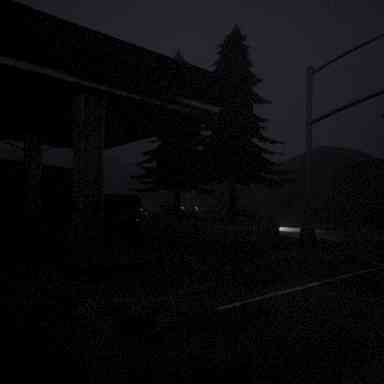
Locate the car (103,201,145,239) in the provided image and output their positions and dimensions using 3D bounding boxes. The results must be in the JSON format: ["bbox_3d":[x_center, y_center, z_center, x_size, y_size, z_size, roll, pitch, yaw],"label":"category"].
[{"bbox_3d":[-4.505,1.445,18.311,1.905,1.878,3.866,1,0,-36],"label":"car"}]

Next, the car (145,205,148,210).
[{"bbox_3d":[-7.460,1.661,41.345,2.033,1.411,5.357,1,0,-35],"label":"car"}]

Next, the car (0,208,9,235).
[{"bbox_3d":[-11.637,1.520,18.492,2.242,1.667,4.611,1,0,-36],"label":"car"}]

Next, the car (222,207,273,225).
[{"bbox_3d":[4.112,1.813,25.044,1.994,1.385,4.181,1,0,-35],"label":"car"}]

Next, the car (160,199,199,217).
[{"bbox_3d":[-1.309,1.537,32.682,2.097,1.767,4.553,1,0,-36],"label":"car"}]
